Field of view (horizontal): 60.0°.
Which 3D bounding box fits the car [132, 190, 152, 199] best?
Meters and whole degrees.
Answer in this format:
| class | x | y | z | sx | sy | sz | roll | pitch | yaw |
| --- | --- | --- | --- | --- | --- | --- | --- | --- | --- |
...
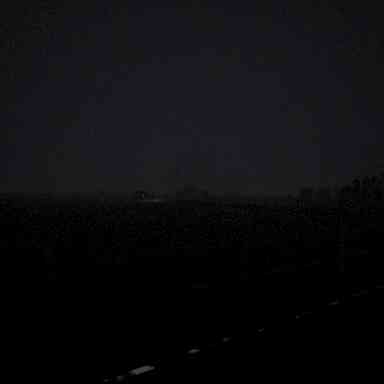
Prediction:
| class | x | y | z | sx | sy | sz | roll | pitch | yaw |
| --- | --- | --- | --- | --- | --- | --- | --- | --- | --- |
| car | -8.612 | 0.421 | 56.985 | 1.882 | 1.535 | 5.008 | -1 | 2 | -35 |
